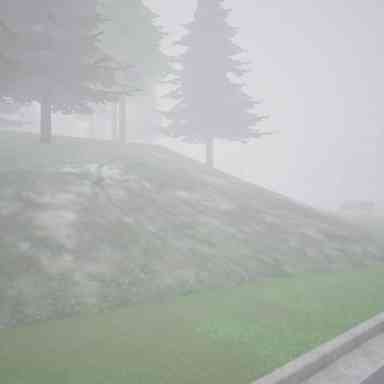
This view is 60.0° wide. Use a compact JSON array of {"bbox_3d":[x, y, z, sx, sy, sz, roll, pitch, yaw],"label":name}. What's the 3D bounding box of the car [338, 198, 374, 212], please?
[{"bbox_3d":[18.799,1.484,38.349,1.882,1.535,5.008,0,0,-5],"label":"car"}]
